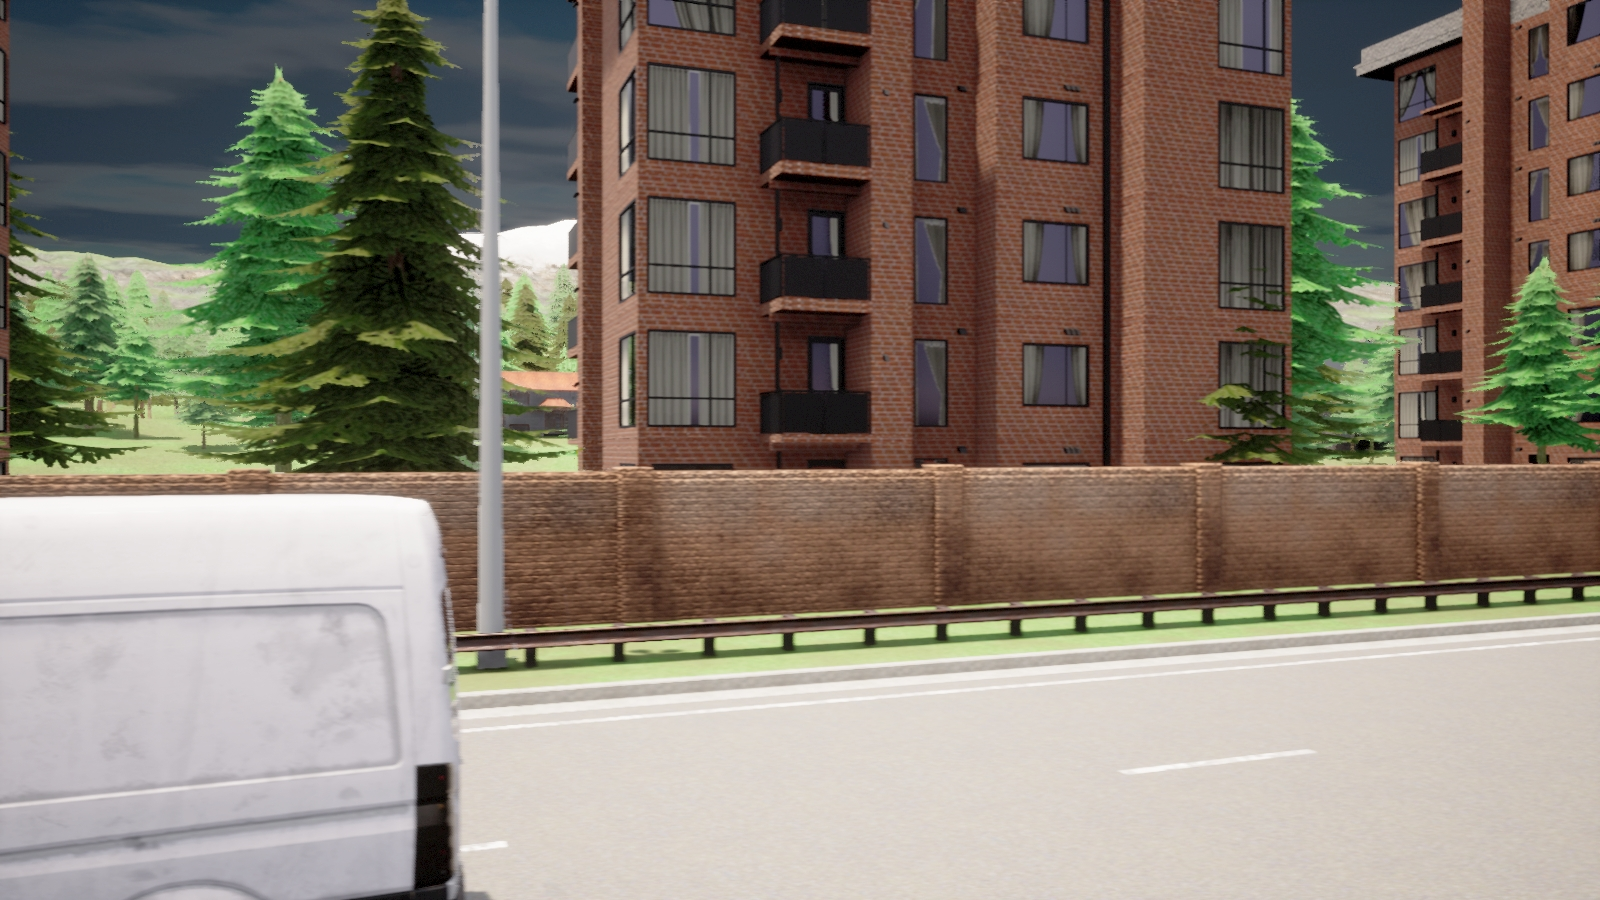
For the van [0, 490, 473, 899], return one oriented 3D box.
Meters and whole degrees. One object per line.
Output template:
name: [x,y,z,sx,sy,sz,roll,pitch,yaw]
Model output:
van: [-4.665,1.535,5.320,5.915,2.561,1.988,0,0,-20]
